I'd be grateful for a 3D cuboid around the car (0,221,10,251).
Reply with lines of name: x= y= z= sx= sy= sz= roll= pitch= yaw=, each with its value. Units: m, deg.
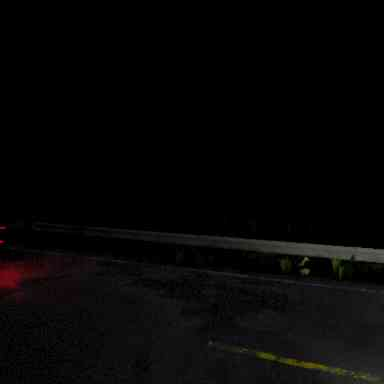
car: x=-7.441 y=1.092 z=9.591 sx=4.892 sy=1.490 sz=1.837 roll=2 pitch=0 yaw=25
